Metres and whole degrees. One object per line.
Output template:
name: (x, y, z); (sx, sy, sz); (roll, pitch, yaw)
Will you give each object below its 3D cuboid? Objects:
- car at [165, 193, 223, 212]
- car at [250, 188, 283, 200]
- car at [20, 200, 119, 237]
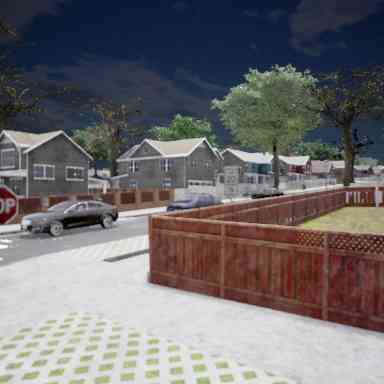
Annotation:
car: (0.326, 0.815, 25.001); (2.033, 1.411, 5.357); (0, 2, 36)
car: (8.070, 0.292, 35.679); (1.895, 1.301, 4.718); (0, 3, 36)
car: (-5.860, 1.182, 16.451); (2.128, 1.511, 4.902); (0, 2, 36)
